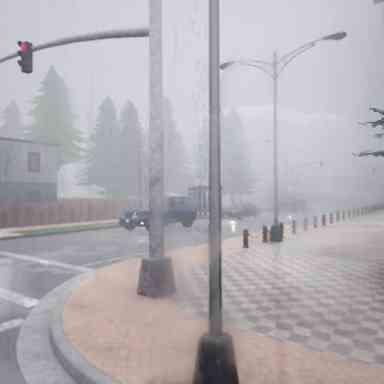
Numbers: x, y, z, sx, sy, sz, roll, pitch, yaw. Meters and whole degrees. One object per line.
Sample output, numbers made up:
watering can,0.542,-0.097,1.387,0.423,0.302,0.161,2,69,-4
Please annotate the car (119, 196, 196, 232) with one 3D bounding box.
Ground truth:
car,-1.977,1.285,20.985,2.150,2.045,5.566,0,0,37

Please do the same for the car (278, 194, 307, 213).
car,11.545,1.276,38.714,2.150,2.045,5.566,0,0,38

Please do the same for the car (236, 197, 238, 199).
car,11.622,1.350,78.459,1.905,1.878,3.866,0,0,36

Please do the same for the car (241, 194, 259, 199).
car,13.887,1.334,77.300,1.932,1.855,4.605,0,0,36

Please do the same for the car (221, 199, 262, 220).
car,4.333,1.608,29.295,2.033,1.411,5.357,0,0,37
